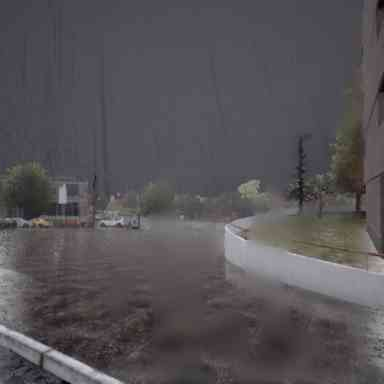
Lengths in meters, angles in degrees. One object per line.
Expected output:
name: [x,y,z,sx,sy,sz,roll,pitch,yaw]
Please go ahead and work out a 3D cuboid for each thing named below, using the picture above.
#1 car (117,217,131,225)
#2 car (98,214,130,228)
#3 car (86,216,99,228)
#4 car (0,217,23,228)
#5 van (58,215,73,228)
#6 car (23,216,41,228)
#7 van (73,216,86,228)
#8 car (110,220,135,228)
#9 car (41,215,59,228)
car: [-18.372,7.702,89.955,1.946,1.575,5.366,0,1,10]
car: [-15.751,6.066,66.428,5.566,2.045,2.435,0,-5,5]
car: [-19.515,5.471,58.212,4.892,1.521,2.231,0,-5,5]
car: [-25.840,4.097,44.540,4.674,1.452,2.002,0,-5,5]
van: [-21.933,4.681,52.766,4.442,1.987,1.878,0,-6,5]
car: [-24.589,4.380,47.284,4.674,1.452,2.002,0,-6,5]
van: [-20.668,4.964,55.503,4.442,1.987,1.878,0,-6,5]
car: [-14.469,6.639,69.133,4.674,1.452,2.002,0,-5,5]
car: [-23.504,4.619,50.033,5.366,1.575,1.946,0,-5,5]
